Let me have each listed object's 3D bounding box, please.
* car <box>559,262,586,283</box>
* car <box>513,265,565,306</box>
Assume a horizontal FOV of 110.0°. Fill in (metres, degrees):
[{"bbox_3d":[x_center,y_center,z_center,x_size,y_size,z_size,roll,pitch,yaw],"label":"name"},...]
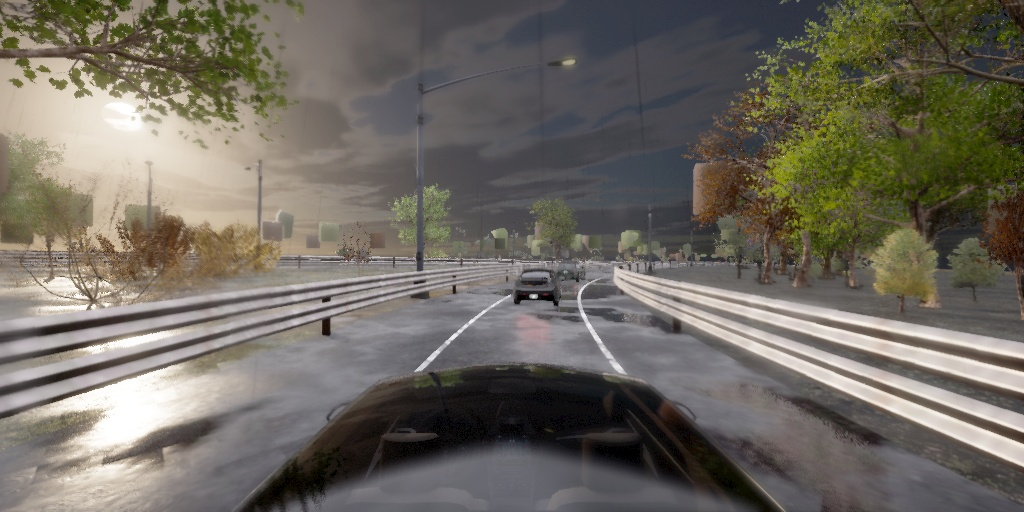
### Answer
[{"bbox_3d":[4.933,1.288,30.282,2.097,1.767,4.553,0,-1,19],"label":"car"},{"bbox_3d":[1.242,1.307,16.097,1.837,1.490,4.892,0,0,10],"label":"car"}]
